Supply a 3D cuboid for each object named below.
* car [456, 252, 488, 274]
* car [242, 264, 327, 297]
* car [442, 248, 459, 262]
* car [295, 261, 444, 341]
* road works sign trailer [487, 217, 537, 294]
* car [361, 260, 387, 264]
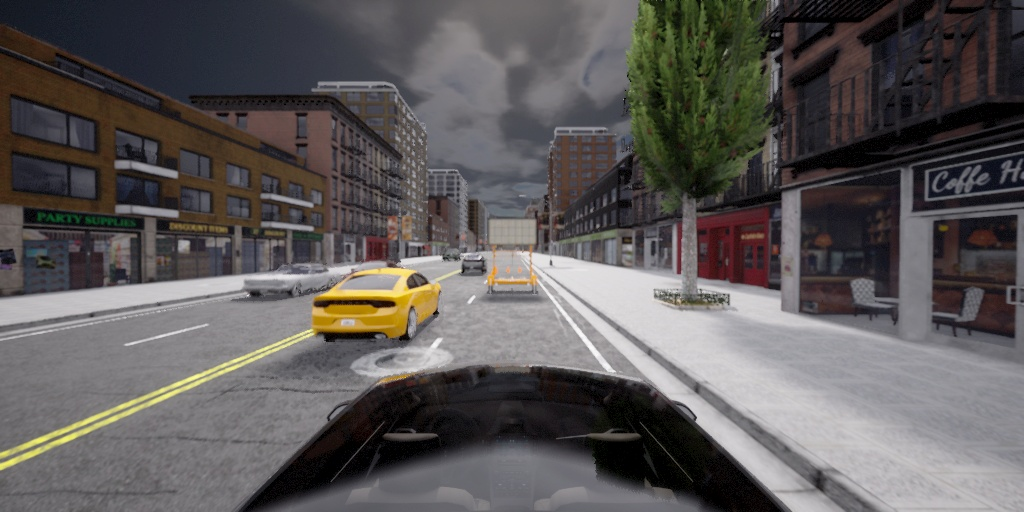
[{"bbox_3d":[-3.106,0.645,30.214,2.128,1.511,4.902,0,1,0],"label":"car"},{"bbox_3d":[-9.828,1.041,16.423,1.895,1.301,4.718,0,1,0],"label":"car"},{"bbox_3d":[-9.726,-0.196,57.688,2.150,2.045,5.566,0,1,1],"label":"car"},{"bbox_3d":[-3.135,1.068,9.324,1.882,1.535,5.008,0,1,0],"label":"car"},{"bbox_3d":[0.022,-0.117,17.568,2.380,3.560,2.880,0,0,0],"label":"road works sign trailer"},{"bbox_3d":[-6.577,0.947,17.391,1.812,1.442,4.674,0,1,0],"label":"car"}]
